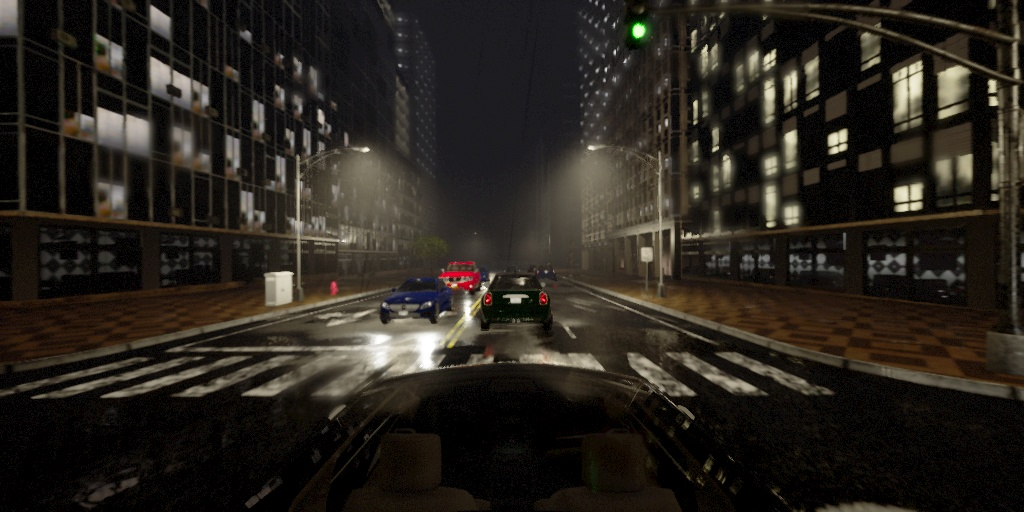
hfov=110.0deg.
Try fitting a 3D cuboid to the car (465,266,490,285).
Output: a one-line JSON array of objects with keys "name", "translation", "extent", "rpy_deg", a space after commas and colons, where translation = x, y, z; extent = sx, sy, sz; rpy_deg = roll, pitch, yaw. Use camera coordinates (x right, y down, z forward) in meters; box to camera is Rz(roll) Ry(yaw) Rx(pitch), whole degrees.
[{"name": "car", "translation": [-3.211, 1.804, 34.071], "extent": [1.882, 1.535, 5.008], "rpy_deg": [-1, -1, 0]}]

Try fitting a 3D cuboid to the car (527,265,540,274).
[{"name": "car", "translation": [3.425, 2.154, 58.370], "extent": [1.812, 1.442, 4.674], "rpy_deg": [-1, -1, 0]}]

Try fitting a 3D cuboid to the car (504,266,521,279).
[{"name": "car", "translation": [0.056, 1.989, 43.723], "extent": [2.033, 1.411, 5.357], "rpy_deg": [-1, -1, 0]}]

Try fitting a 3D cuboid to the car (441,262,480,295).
[{"name": "car", "translation": [-3.308, 1.389, 23.604], "extent": [2.150, 2.045, 5.566], "rpy_deg": [-1, -1, 0]}]

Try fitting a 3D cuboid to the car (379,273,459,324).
[{"name": "car", "translation": [-3.336, 1.536, 13.377], "extent": [1.812, 1.442, 4.674], "rpy_deg": [-1, -1, 0]}]

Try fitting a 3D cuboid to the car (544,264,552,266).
[{"name": "car", "translation": [3.397, 1.672, 37.770], "extent": [2.097, 1.767, 4.553], "rpy_deg": [-1, -1, 0]}]

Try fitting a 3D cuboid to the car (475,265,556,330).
[{"name": "car", "translation": [0.108, 1.313, 12.259], "extent": [2.097, 1.767, 4.553], "rpy_deg": [-1, -1, 0]}]
